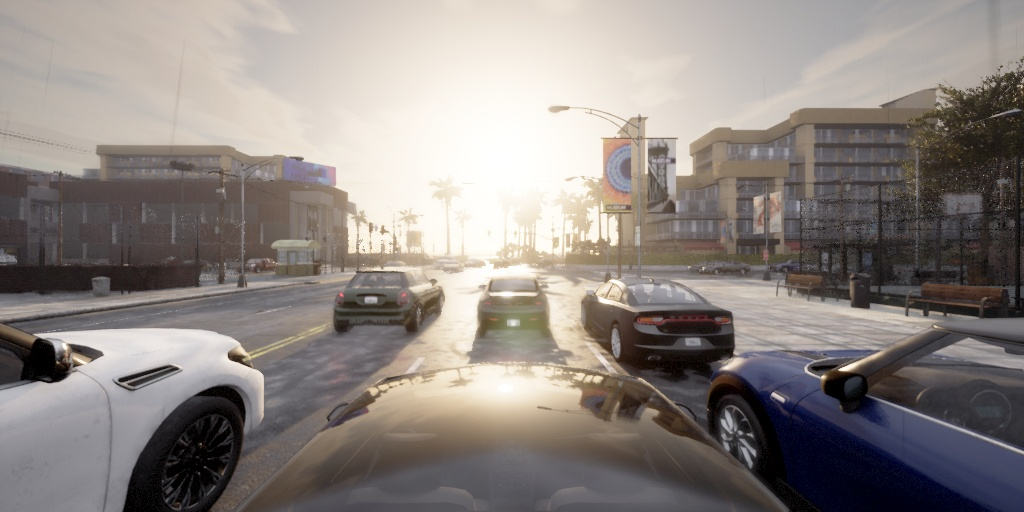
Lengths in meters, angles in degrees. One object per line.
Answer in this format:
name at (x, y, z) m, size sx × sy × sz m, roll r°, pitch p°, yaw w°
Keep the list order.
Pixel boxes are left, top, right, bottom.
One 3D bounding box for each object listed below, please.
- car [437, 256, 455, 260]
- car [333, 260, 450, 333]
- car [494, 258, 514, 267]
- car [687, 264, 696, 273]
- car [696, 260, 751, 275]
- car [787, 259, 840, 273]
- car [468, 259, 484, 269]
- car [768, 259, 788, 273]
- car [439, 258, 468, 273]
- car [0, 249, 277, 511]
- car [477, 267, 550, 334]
car at (-10.280, 0.987, 56.151) m, size 2.150 × 2.045 × 5.566 m, roll 0°, pitch 0°, yaw 5°
car at (-3.450, 1.104, 10.932) m, size 2.097 × 1.767 × 4.553 m, roll 0°, pitch 0°, yaw 0°
car at (-1.709, 1.260, 63.990) m, size 2.128 × 1.511 × 4.902 m, roll 0°, pitch 0°, yaw 16°
car at (23.414, 1.254, 42.501) m, size 4.902 × 1.511 × 2.128 m, roll 0°, pitch 0°, yaw -1°
car at (23.262, 1.253, 38.999) m, size 4.902 × 1.511 × 2.128 m, roll 0°, pitch 0°, yaw -1°
car at (33.297, 1.287, 39.087) m, size 4.674 × 1.442 × 1.812 m, roll 0°, pitch 0°, yaw 0°
car at (-6.520, 1.293, 58.695) m, size 1.812 × 1.442 × 4.674 m, roll 0°, pitch 0°, yaw 9°
car at (33.066, 1.114, 42.586) m, size 4.553 × 1.767 × 2.097 m, roll 0°, pitch 0°, yaw 0°
car at (-7.130, 1.310, 44.037) m, size 2.033 × 1.411 × 5.357 m, roll 0°, pitch 0°, yaw 0°
car at (-3.400, 0.971, 0.968) m, size 2.150 × 2.045 × 5.566 m, roll 0°, pitch 0°, yaw 0°
car at (0.047, 1.259, 10.577) m, size 1.837 × 1.490 × 4.892 m, roll 0°, pitch 0°, yaw 0°
